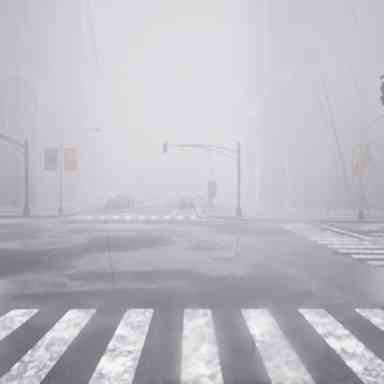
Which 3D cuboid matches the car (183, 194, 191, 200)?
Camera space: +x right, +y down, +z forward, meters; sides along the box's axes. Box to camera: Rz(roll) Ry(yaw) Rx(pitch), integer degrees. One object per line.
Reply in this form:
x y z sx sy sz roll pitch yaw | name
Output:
-1.138 1.262 83.123 1.882 1.535 5.008 0 0 0 | car

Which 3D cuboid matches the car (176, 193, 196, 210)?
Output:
-0.537 1.289 39.450 1.967 1.590 4.097 0 0 0 | car

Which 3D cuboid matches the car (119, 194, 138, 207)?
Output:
-9.087 1.155 44.839 2.192 1.841 5.009 0 0 0 | car

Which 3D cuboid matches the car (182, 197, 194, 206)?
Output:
-0.586 1.412 50.300 1.802 1.307 4.206 0 0 0 | car

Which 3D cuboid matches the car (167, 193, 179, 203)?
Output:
-3.420 1.406 66.063 1.895 1.301 4.718 0 0 0 | car

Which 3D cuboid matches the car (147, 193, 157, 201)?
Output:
-9.212 1.380 71.970 1.802 1.307 4.206 0 0 0 | car

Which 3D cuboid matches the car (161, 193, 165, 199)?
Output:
-9.313 1.320 93.673 1.887 1.381 4.507 0 0 0 | car

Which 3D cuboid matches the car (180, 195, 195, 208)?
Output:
-0.562 1.280 44.875 1.967 1.590 4.097 0 0 0 | car

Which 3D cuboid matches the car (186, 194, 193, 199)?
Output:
-0.789 1.319 93.700 1.887 1.381 4.507 0 0 0 | car

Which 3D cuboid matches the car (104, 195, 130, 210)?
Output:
-9.061 1.416 39.414 1.947 1.339 4.313 0 0 0 | car

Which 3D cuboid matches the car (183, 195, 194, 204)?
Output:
-0.637 1.357 61.150 1.887 1.381 4.507 0 0 0 | car

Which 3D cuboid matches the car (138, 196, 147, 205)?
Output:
-9.136 1.347 55.522 1.752 1.417 4.829 0 0 0 | car

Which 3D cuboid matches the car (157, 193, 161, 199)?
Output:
-9.238 1.106 77.395 2.192 1.841 5.009 0 0 0 | car
